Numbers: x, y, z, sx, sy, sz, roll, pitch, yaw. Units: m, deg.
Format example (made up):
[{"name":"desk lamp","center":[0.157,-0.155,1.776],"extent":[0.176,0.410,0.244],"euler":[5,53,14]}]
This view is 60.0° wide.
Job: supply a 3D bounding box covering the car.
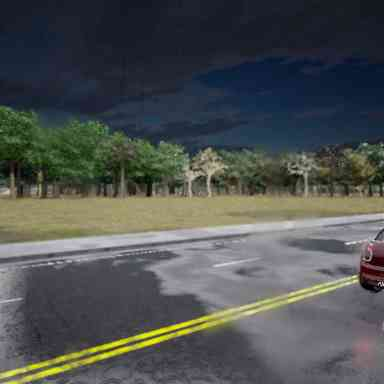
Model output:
[{"name":"car","center":[5.871,1.337,7.630],"extent":[4.553,1.767,2.097],"euler":[0,0,-36]}]
